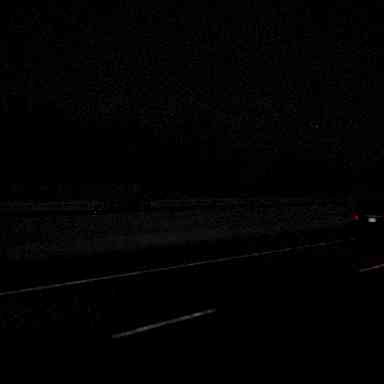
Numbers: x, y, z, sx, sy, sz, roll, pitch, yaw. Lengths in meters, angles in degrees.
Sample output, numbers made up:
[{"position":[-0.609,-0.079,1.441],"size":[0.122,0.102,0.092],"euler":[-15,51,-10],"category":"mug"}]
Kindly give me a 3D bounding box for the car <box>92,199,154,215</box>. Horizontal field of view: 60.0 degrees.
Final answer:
[{"position":[-6.046,1.340,29.654],"size":[5.357,1.411,2.033],"euler":[0,0,-36],"category":"car"}]

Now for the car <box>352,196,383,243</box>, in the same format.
[{"position":[9.394,1.212,14.872],"size":[5.566,2.045,2.150],"euler":[0,0,-36],"category":"car"}]
